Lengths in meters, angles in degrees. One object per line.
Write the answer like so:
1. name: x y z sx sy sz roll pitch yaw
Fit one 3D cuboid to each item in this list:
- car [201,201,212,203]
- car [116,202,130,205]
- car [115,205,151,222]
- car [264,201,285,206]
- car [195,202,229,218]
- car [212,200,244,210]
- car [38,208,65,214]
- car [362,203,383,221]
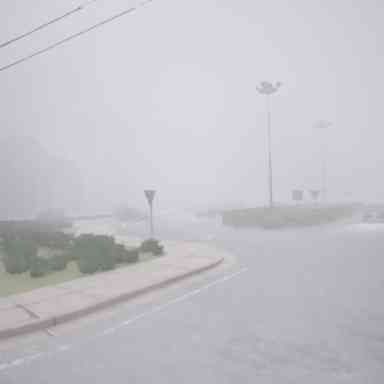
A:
1. car: 2.831 2.878 73.204 4.611 1.667 2.242 -2 -1 34
2. car: -10.540 2.610 53.027 3.866 1.878 1.905 -2 -1 34
3. car: -6.126 2.369 35.364 3.905 1.438 1.784 -2 -1 34
4. car: 13.819 2.340 55.431 4.892 1.490 1.837 0 -1 -36
5. car: 2.213 2.264 39.241 1.812 1.442 4.674 -2 -1 33
6. car: 6.133 2.258 54.208 4.605 1.855 1.932 -2 -1 34
7. car: -17.507 2.729 41.470 4.193 1.474 1.816 -2 -1 34
8. car: 16.060 1.715 28.866 2.128 1.511 4.902 -2 -1 34
